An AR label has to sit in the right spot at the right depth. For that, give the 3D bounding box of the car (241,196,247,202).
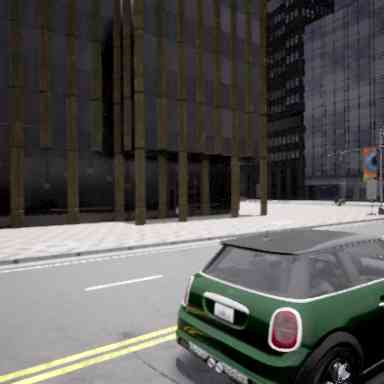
[{"bbox_3d":[9.763,1.399,70.484,1.882,1.535,5.008,-1,0,-26],"label":"car"}]

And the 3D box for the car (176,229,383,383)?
[{"bbox_3d":[2.076,1.340,4.942,4.553,1.767,2.097,0,0,-36],"label":"car"}]
